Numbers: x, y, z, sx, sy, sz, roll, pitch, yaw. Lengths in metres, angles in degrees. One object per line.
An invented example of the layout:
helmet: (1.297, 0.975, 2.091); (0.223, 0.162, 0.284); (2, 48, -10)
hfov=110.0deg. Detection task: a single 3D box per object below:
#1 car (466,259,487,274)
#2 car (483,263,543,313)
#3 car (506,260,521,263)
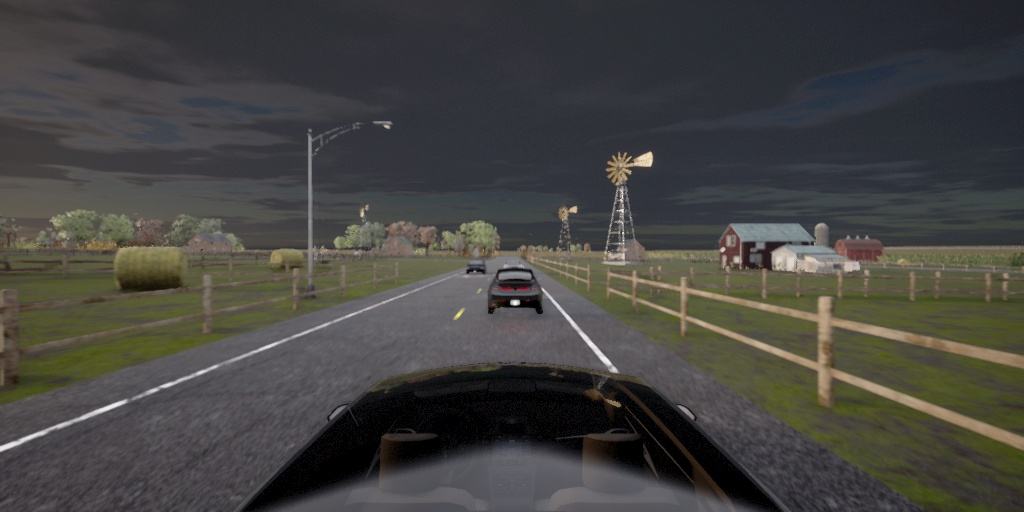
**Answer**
car: (-3.498, 1.053, 36.442); (2.033, 1.411, 5.357); (0, 0, 0)
car: (0.101, 1.172, 13.490); (1.837, 1.490, 4.892); (0, 0, 0)
car: (0.103, 1.104, 36.849); (1.895, 1.301, 4.718); (0, 0, 0)
